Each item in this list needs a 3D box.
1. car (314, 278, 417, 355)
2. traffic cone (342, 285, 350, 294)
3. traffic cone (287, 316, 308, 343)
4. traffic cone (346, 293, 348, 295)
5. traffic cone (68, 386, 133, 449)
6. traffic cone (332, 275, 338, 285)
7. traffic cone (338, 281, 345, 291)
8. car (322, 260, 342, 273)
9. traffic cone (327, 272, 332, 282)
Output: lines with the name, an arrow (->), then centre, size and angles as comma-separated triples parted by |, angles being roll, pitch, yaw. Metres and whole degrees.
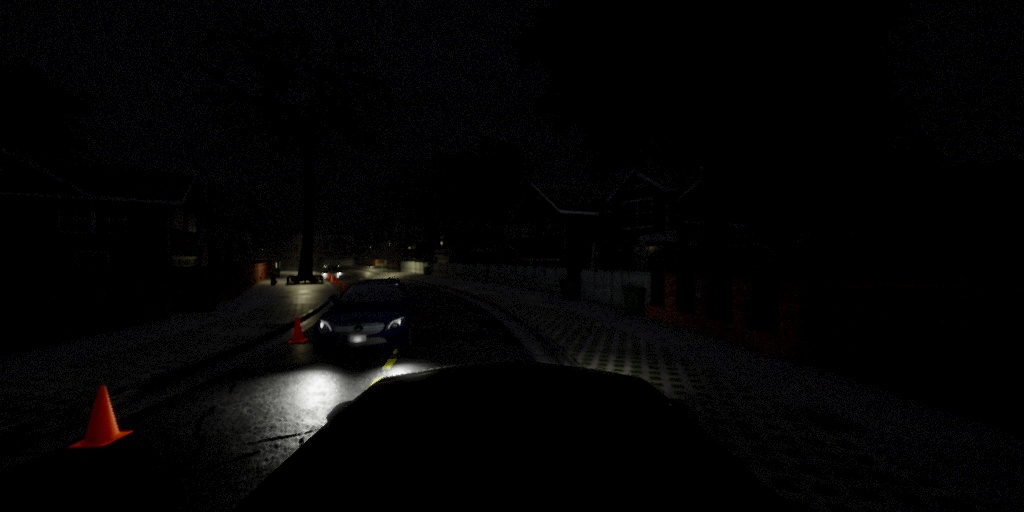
car -> -3.403, 1.315, 9.060 | 1.812, 1.442, 4.674 | 0, 0, -12
traffic cone -> -8.005, 1.791, 17.543 | 0.340, 0.580, 0.340 | 0, 0, -24
traffic cone -> -5.128, 1.743, 8.586 | 0.340, 0.580, 0.340 | 0, 0, -11
traffic cone -> -6.308, 1.768, 13.148 | 0.340, 0.580, 0.340 | 0, 0, -18
traffic cone -> -4.481, 1.719, 3.918 | 0.340, 0.580, 0.340 | 0, 0, -5
traffic cone -> -12.726, 1.837, 26.069 | 0.340, 0.580, 0.340 | 0, 0, -30
traffic cone -> -10.211, 1.814, 21.747 | 0.340, 0.580, 0.340 | 0, 0, -30
car -> -24.364, 1.350, 48.259 | 2.097, 1.767, 4.553 | 0, 0, -30
traffic cone -> -15.241, 1.861, 30.390 | 0.340, 0.580, 0.340 | 0, 0, -30
